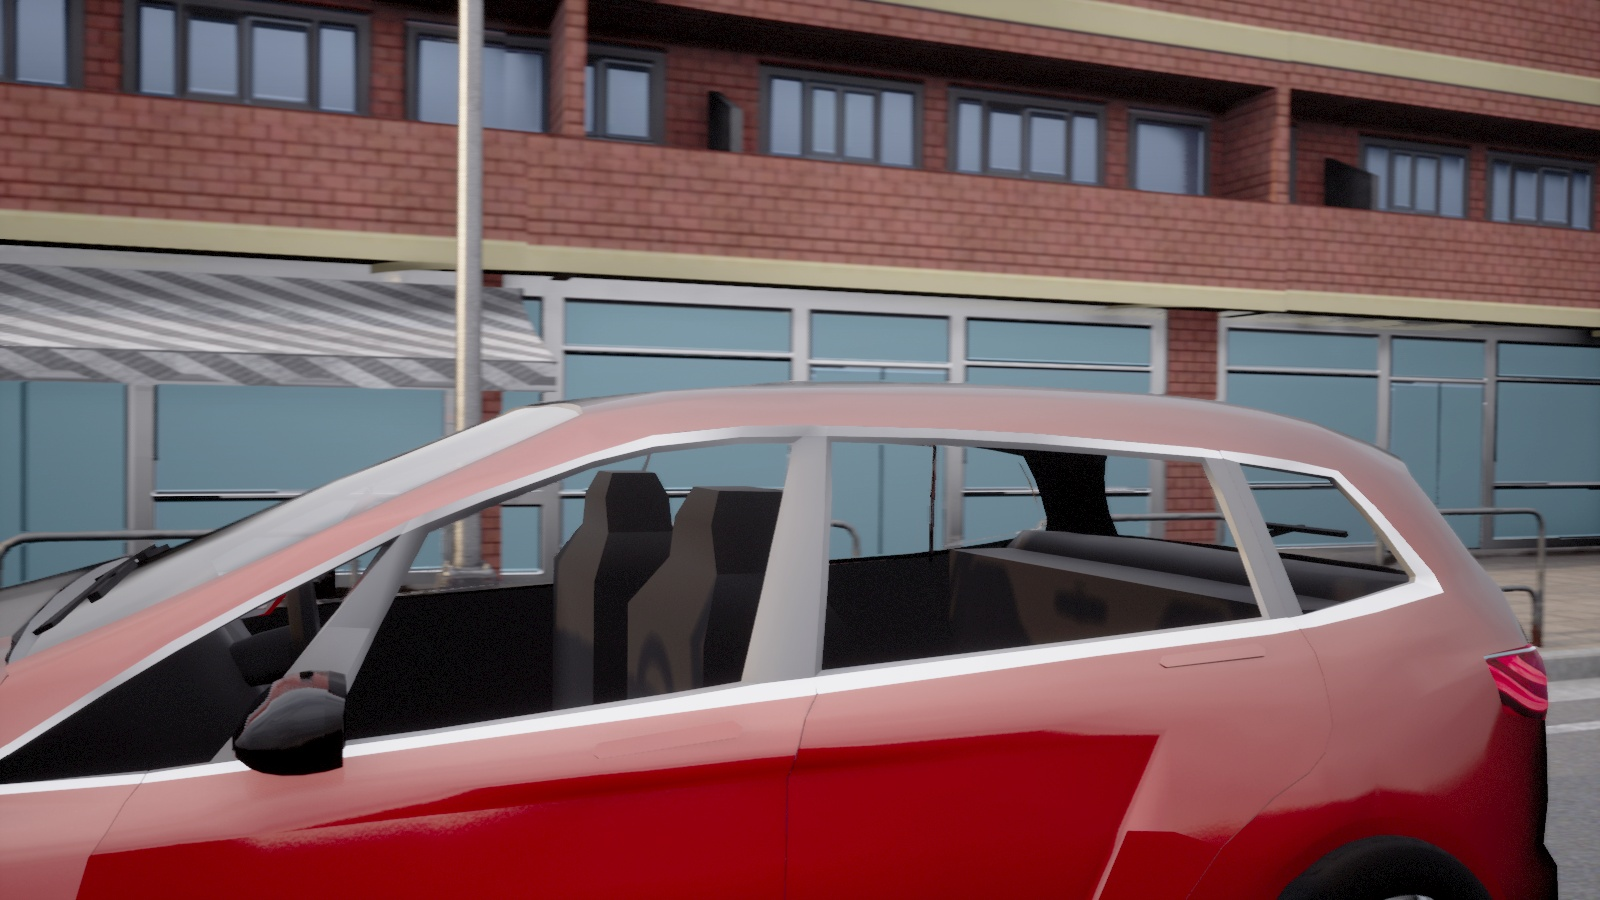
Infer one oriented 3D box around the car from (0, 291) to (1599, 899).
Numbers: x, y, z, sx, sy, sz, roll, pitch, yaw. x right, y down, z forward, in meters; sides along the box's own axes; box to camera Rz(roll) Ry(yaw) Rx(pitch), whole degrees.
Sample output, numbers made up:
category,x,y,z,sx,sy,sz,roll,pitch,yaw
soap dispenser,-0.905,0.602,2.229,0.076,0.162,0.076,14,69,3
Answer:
category,x,y,z,sx,sy,sz,roll,pitch,yaw
car,-0.498,0.598,3.048,4.611,1.667,2.242,-1,1,-21
